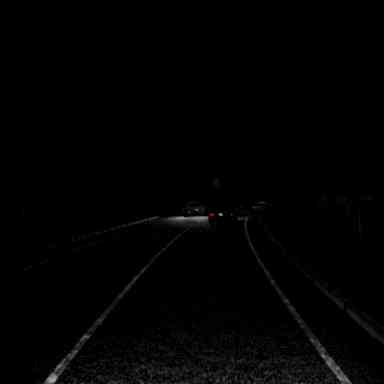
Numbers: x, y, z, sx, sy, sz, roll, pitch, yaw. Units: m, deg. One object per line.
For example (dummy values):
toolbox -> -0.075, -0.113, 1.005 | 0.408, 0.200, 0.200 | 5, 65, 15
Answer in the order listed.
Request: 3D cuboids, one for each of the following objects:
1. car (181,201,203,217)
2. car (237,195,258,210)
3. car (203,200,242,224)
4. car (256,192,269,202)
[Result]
car -> 0.260, 1.594, 32.704 | 1.812, 1.442, 4.674 | -1, 0, 13
car -> 6.638, 1.450, 42.118 | 2.128, 1.511, 4.902 | -2, 0, 17
car -> 2.341, 1.547, 24.480 | 2.033, 1.411, 5.357 | -1, 0, 10
car -> 14.886, 1.108, 71.442 | 2.150, 2.045, 5.566 | -3, -1, 25
